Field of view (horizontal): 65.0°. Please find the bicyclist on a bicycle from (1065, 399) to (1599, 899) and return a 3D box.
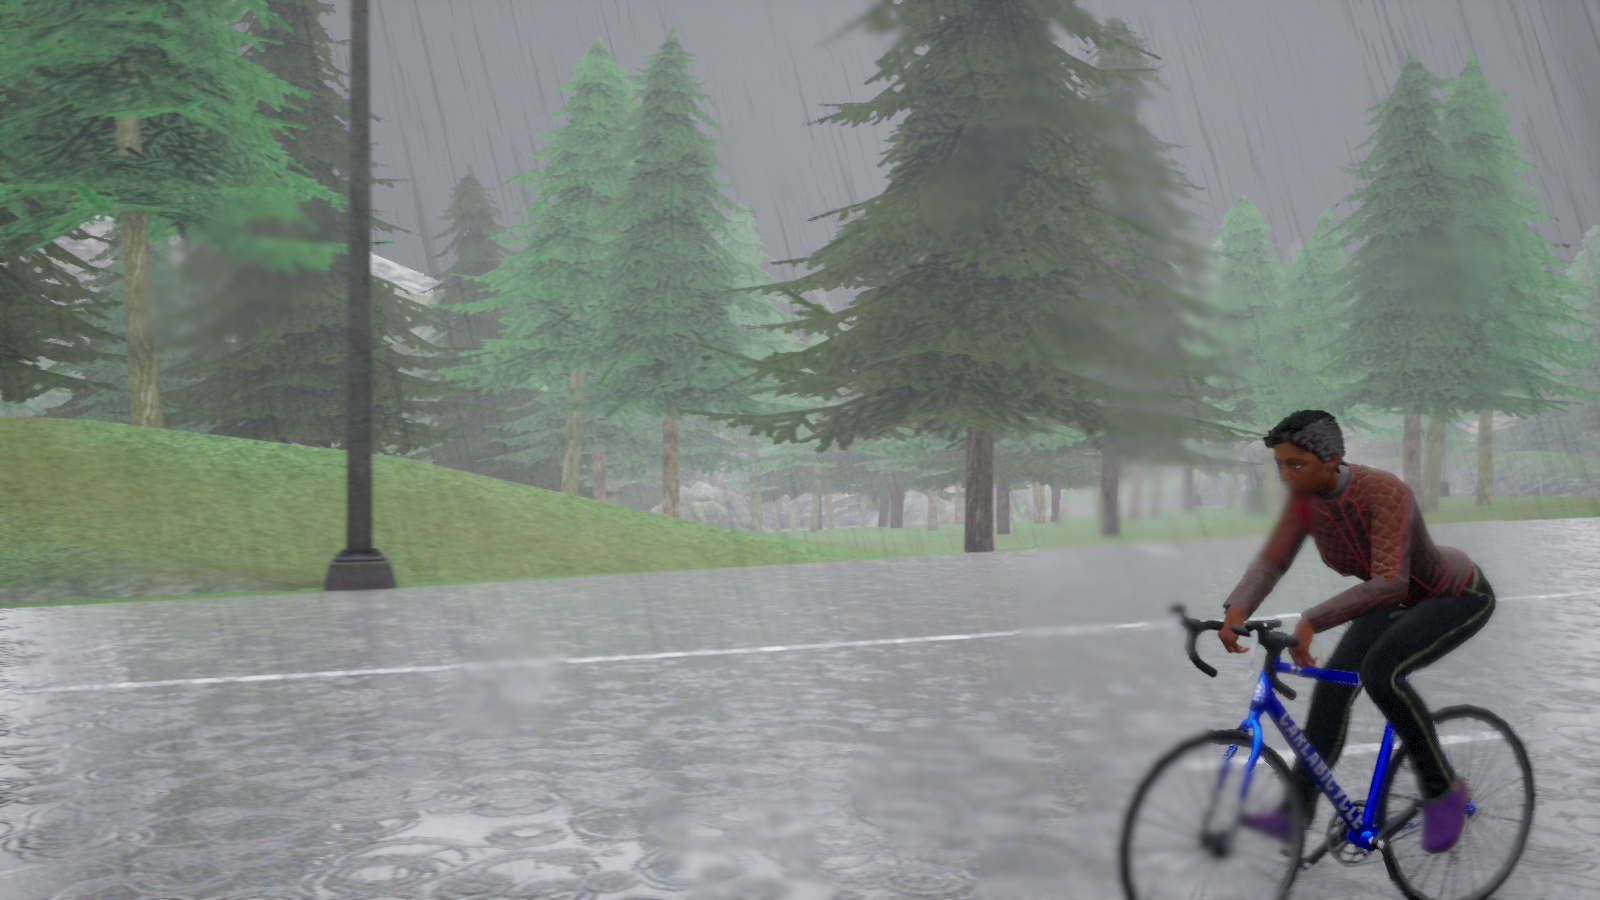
[{"bbox_3d":[1.705,0.667,3.887,1.656,1.620,0.582,-1,1,-21],"label":"bicyclist on a bicycle"}]
